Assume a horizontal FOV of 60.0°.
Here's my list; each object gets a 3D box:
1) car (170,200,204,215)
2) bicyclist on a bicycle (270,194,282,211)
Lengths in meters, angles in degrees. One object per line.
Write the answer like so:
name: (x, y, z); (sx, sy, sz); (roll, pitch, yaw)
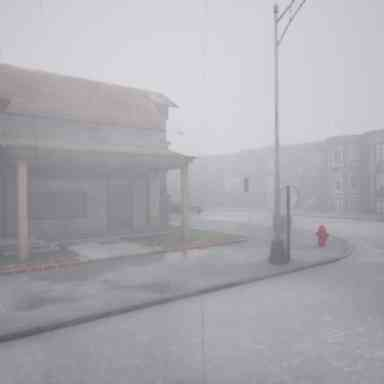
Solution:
car: (-0.950, 1.400, 30.444); (1.895, 1.301, 4.718); (-1, 0, -36)
bicyclist on a bicycle: (8.124, 1.048, 32.186); (1.656, 1.620, 0.582); (-1, 1, -36)
